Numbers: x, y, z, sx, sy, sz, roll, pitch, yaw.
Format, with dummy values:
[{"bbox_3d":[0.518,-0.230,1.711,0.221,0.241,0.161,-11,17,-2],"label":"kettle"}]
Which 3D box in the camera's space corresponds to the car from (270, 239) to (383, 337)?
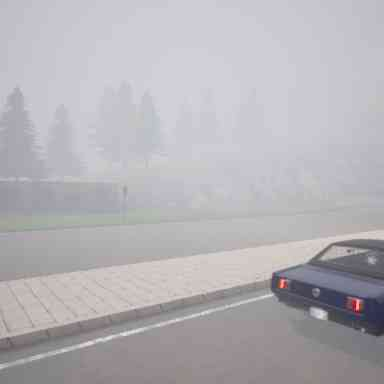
[{"bbox_3d":[3.777,1.601,6.440,4.718,1.301,1.895,0,0,-36],"label":"car"}]
